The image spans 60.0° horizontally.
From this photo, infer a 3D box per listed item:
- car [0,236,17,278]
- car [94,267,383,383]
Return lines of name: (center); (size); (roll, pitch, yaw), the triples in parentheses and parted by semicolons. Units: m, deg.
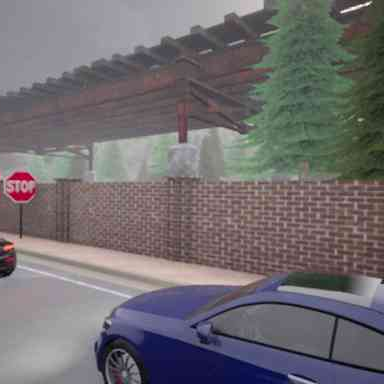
car: (-6.242, 1.411, 8.446); (4.674, 1.442, 1.812); (1, 0, 36)
car: (1.069, 1.515, 3.230); (4.674, 1.442, 1.812); (1, 0, 36)
